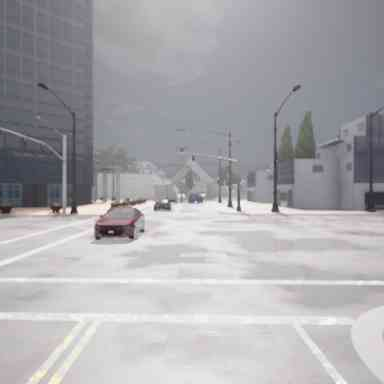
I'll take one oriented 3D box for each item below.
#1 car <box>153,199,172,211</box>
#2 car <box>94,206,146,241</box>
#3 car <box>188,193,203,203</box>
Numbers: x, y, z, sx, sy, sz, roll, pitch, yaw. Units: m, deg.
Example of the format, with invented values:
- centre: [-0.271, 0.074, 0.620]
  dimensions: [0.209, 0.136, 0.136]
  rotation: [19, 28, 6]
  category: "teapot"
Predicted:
- centre: [-3.575, 1.590, 40.872]
  dimensions: [1.994, 1.385, 4.181]
  rotation: [0, 0, 0]
  category: "car"
- centre: [-3.602, 1.511, 17.285]
  dimensions: [1.882, 1.535, 5.008]
  rotation: [0, 0, 0]
  category: "car"
- centre: [0.776, 1.266, 67.714]
  dimensions: [2.150, 2.045, 5.566]
  rotation: [0, 0, 12]
  category: "car"
